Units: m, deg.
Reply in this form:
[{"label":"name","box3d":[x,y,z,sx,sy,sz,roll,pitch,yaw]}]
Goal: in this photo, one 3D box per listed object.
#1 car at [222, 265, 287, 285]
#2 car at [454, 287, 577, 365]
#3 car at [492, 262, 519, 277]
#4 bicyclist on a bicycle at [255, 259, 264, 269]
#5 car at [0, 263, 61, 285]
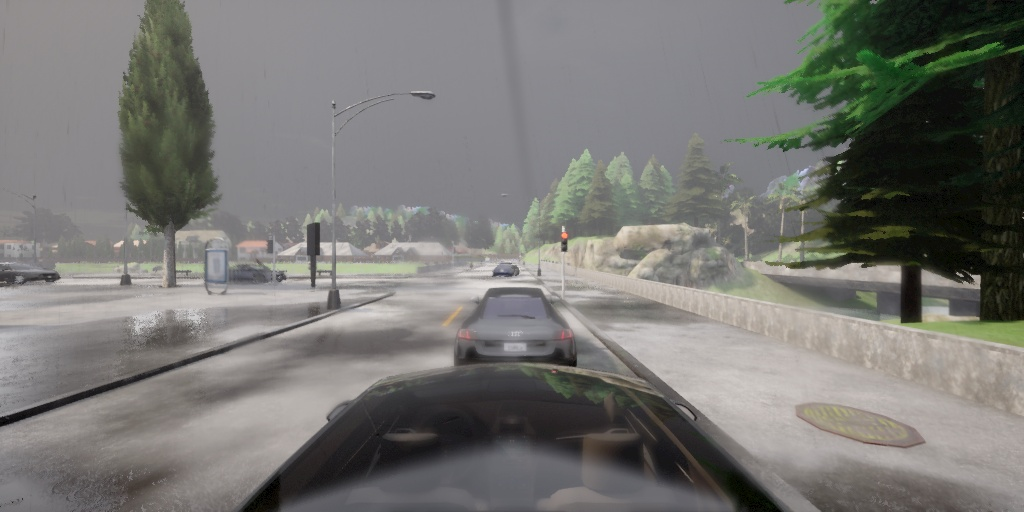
[{"label":"car","box3d":[-18.606,1.314,25.722,4.181,1.385,1.994,0,0,0]},{"label":"car","box3d":[0.064,1.314,7.295,1.994,1.385,4.181,0,0,0]},{"label":"car","box3d":[-0.568,1.314,34.913,1.994,1.385,4.181,0,0,11]},{"label":"bicyclist on a bicycle","box3d":[-24.099,1.099,34.120,0.582,1.620,1.656,0,0,0]},{"label":"car","box3d":[-35.612,1.256,25.727,4.892,1.490,1.837,0,0,0]}]
